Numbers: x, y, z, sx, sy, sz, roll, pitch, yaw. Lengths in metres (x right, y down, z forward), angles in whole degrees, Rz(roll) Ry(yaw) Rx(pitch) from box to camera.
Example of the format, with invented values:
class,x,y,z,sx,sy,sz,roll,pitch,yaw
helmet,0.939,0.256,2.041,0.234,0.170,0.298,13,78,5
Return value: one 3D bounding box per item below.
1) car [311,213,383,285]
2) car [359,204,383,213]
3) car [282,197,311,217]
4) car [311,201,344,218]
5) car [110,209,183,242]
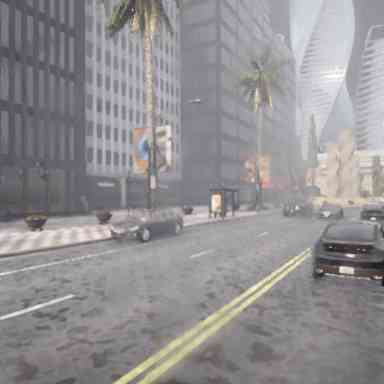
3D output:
class,x,y,z,sx,sy,sz,roll,pitch,yaw
car,4.808,1.582,9.825,1.837,1.490,4.892,-1,-1,30
car,14.275,1.700,26.065,1.837,1.490,4.892,-1,-1,30
car,11.274,1.530,35.082,2.150,2.045,5.566,-1,-1,31
car,12.941,1.747,31.024,2.128,1.511,4.902,-1,-1,31
car,-2.269,1.686,17.911,2.231,1.521,4.892,-1,-1,30
